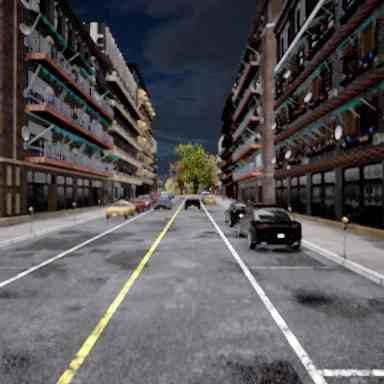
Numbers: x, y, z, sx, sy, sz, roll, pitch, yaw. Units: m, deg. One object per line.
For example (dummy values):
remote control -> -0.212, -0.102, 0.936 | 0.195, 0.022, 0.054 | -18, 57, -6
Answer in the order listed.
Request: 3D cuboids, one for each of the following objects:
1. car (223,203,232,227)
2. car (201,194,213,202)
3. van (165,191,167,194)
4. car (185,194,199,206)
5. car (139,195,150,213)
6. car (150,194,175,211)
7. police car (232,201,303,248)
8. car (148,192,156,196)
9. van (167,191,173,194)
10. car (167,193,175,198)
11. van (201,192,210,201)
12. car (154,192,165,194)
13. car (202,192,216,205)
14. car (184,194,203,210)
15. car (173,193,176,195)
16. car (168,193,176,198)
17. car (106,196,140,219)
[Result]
car -> 3.151, 1.359, 21.203 | 1.837, 1.490, 4.892 | 0, 0, 0
car -> 2.725, 1.157, 60.902 | 1.947, 1.339, 4.313 | 1, 0, 0
van -> -5.661, 0.970, 55.279 | 1.690, 1.788, 3.998 | 1, 0, 0
car -> 0.027, 1.143, 49.570 | 1.882, 1.535, 5.008 | 0, 1, 1
car -> -5.670, 1.322, 32.634 | 1.887, 1.381, 4.507 | 1, 0, 0
car -> -3.089, 1.299, 36.443 | 2.033, 1.411, 5.357 | 0, 0, 0
police car -> 3.138, 1.326, 14.311 | 1.930, 1.638, 5.238 | 0, 0, 0
car -> -5.667, 1.180, 38.296 | 1.967, 1.590, 4.097 | 1, 0, 0
van -> -5.657, 0.860, 72.264 | 1.690, 1.788, 3.998 | 1, 0, 0
car -> -5.656, 0.979, 89.251 | 1.947, 1.339, 4.313 | 1, 0, 0
van -> 2.709, 0.896, 66.562 | 1.690, 1.788, 3.998 | 1, 0, 0
car -> -5.662, 0.980, 49.619 | 2.192, 1.841, 5.009 | 1, 0, 0
car -> 2.716, 1.190, 49.749 | 1.752, 1.417, 4.829 | 1, 0, 0
car -> 0.083, 1.239, 39.132 | 1.837, 1.490, 4.892 | 0, 0, 0
car -> -5.655, 0.798, 77.925 | 2.192, 1.841, 5.009 | 1, 0, 0
car -> -5.654, 0.930, 94.912 | 2.008, 1.369, 4.403 | 1, 0, 0
car -> -5.672, 1.342, 26.804 | 1.752, 1.417, 4.829 | 1, 0, 0
